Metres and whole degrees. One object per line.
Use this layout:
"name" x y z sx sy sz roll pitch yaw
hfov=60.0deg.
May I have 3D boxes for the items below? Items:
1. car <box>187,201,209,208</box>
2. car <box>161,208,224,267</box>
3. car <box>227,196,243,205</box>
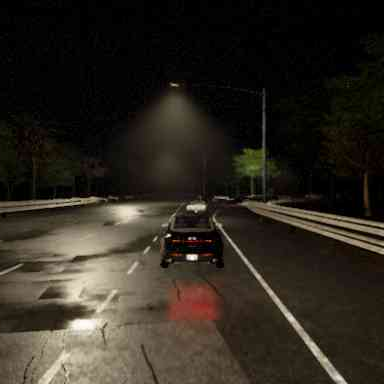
"car" 0.698 1.580 34.111 1.895 1.301 4.718 0 0 7
"car" 0.004 1.499 11.351 1.837 1.490 4.892 0 0 0
"car" 7.549 1.460 58.558 2.128 1.511 4.902 0 0 24
